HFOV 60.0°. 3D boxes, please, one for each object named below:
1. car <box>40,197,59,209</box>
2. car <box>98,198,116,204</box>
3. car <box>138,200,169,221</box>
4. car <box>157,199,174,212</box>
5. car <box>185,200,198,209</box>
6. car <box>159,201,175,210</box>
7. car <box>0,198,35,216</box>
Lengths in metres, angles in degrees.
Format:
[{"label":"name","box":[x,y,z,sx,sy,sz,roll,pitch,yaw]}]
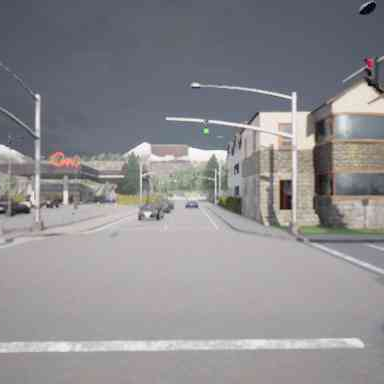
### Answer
[{"label":"car","box":[-22.757,1.666,53.264,1.905,1.878,3.866,0,0,0]},{"label":"car","box":[-22.388,2.320,87.263,4.611,1.667,2.242,0,0,0]},{"label":"car","box":[-3.645,1.715,30.044,2.128,1.511,4.902,0,0,1]},{"label":"car","box":[-3.682,1.648,39.768,2.097,1.767,4.553,0,0,0]},{"label":"car","box":[-0.036,1.961,53.546,1.994,1.385,4.181,0,0,0]},{"label":"car","box":[-3.686,1.970,49.660,1.895,1.301,4.718,0,0,1]},{"label":"car","box":[-19.010,1.754,35.403,2.007,1.523,4.514,0,0,0]}]
